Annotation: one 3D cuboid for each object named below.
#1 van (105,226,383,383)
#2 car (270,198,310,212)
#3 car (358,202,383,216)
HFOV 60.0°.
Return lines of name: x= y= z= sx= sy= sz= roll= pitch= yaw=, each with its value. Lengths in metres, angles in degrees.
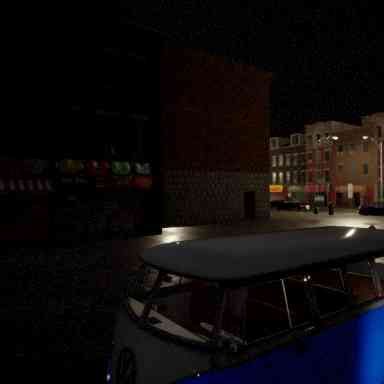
van: x=1.096 y=1.341 z=3.603 sx=3.998 sy=1.788 sz=1.690 roll=0 pitch=0 yaw=-36
car: x=11.133 y=1.490 z=38.031 sx=2.128 sy=1.511 sz=4.902 roll=0 pitch=0 yaw=-35
car: x=17.143 y=1.571 z=29.593 sx=1.994 sy=1.385 sz=4.181 roll=0 pitch=0 yaw=-35
